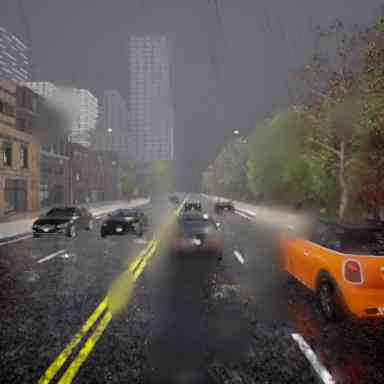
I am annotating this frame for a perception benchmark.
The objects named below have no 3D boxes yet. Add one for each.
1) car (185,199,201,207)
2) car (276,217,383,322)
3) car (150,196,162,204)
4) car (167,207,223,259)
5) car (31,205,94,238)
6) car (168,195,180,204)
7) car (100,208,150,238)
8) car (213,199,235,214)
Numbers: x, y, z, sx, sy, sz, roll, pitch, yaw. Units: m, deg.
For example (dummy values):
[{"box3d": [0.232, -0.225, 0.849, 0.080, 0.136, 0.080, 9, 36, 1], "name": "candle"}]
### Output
[{"box3d": [0.096, 1.531, 39.514, 1.895, 1.301, 4.718, 0, 0, 0], "name": "car"}, {"box3d": [3.348, 1.339, 7.365, 2.097, 1.767, 4.553, 0, 0, 0], "name": "car"}, {"box3d": [-6.527, 1.436, 60.445, 2.033, 1.411, 5.357, 0, 0, 1], "name": "car"}, {"box3d": [0.099, 1.527, 12.388, 2.033, 1.411, 5.357, 0, 0, 0], "name": "car"}, {"box3d": [-6.600, 1.474, 17.474, 1.837, 1.490, 4.892, 0, 0, 0], "name": "car"}, {"box3d": [-3.285, 1.367, 60.450, 1.882, 1.535, 5.008, 0, 0, 1], "name": "car"}, {"box3d": [-3.350, 1.534, 17.264, 1.994, 1.385, 4.181, 0, 0, 0], "name": "car"}, {"box3d": [3.346, 1.431, 34.938, 2.128, 1.511, 4.902, 0, 0, 0], "name": "car"}]
